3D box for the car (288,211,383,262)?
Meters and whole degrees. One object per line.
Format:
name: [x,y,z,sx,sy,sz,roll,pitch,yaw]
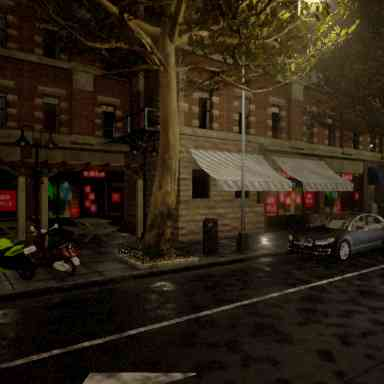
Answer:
car: [5.563,1.481,12.214,4.892,1.521,2.231,0,0,-35]
